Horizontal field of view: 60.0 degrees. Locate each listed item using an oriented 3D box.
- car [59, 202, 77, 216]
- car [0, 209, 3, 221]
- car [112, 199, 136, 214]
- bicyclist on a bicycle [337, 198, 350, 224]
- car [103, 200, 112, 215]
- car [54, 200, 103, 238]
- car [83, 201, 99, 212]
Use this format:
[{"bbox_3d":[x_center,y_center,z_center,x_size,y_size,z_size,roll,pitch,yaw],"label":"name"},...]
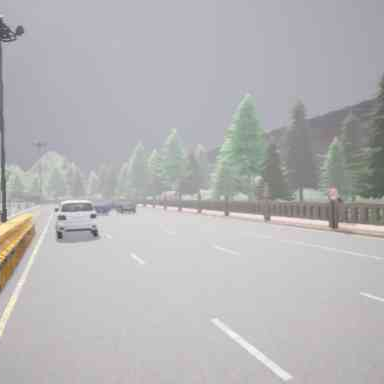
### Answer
[{"bbox_3d":[-16.235,2.155,43.398,2.128,1.511,4.902,-1,0,-22],"label":"car"},{"bbox_3d":[-19.730,2.233,32.773,1.812,1.442,4.674,-1,0,-22],"label":"car"},{"bbox_3d":[-8.444,1.934,42.558,2.128,1.511,4.902,-1,0,-22],"label":"car"},{"bbox_3d":[8.938,1.151,19.939,1.656,1.620,0.582,-2,0,-22],"label":"bicyclist on a bicycle"},{"bbox_3d":[-11.313,1.989,40.464,1.882,1.535,5.008,-1,0,-22],"label":"car"},{"bbox_3d":[-6.970,1.514,19.988,2.150,2.045,5.566,-1,0,-22],"label":"car"},{"bbox_3d":[-15.242,2.145,50.129,1.882,1.535,5.008,-1,0,-22],"label":"car"}]
